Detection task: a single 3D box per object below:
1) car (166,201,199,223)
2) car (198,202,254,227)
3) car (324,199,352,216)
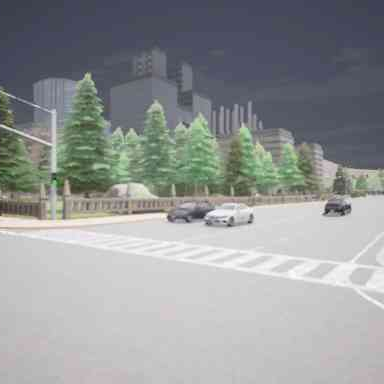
[{"bbox_3d":[0.042,1.444,24.840,1.812,1.442,4.674,0,0,35],"label":"car"},{"bbox_3d":[2.622,1.464,22.428,1.812,1.442,4.674,0,0,35],"label":"car"},{"bbox_3d":[14.291,1.465,32.546,1.837,1.490,4.892,0,0,35],"label":"car"}]
